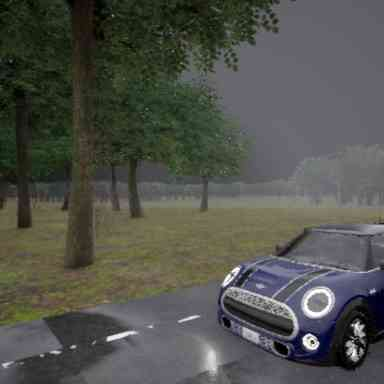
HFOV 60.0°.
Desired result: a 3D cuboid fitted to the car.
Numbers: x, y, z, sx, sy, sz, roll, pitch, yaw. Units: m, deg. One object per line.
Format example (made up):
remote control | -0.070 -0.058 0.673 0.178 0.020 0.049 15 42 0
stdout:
car | 2.633 1.380 5.870 4.553 1.767 2.097 0 0 -35
